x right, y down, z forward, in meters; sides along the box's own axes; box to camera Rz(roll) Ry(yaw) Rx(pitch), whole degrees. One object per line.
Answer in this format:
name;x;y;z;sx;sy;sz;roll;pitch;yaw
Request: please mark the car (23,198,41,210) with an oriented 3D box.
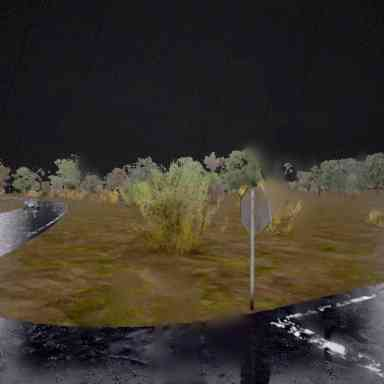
car;-22.379;1.629;46.691;2.128;1.511;4.902;0;0;-19
